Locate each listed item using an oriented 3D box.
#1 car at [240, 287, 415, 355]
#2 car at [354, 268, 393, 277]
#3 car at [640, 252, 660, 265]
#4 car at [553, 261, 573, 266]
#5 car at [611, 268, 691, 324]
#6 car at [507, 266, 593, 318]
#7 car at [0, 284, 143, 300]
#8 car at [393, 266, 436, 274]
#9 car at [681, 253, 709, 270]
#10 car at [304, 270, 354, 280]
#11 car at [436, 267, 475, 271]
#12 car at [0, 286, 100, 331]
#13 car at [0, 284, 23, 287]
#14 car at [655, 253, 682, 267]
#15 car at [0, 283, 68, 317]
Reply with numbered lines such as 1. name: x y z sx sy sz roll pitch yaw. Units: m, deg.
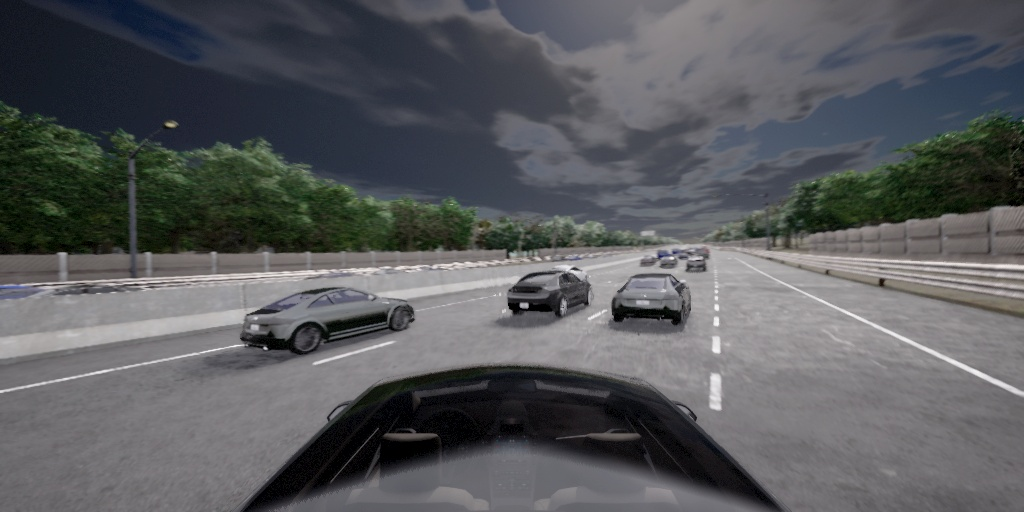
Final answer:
1. car: -4.642 1.516 9.594 1.994 1.385 4.181 -2 -1 30
2. car: -11.624 1.869 32.865 1.812 1.442 4.674 -2 0 30
3. car: 20.887 0.625 54.841 2.033 1.411 5.357 -2 1 29
4. car: 3.670 1.336 24.198 1.812 1.442 4.674 -2 0 30
5. car: 4.631 1.250 11.726 1.994 1.385 4.181 -2 -1 30
6. car: 1.578 1.298 13.438 1.837 1.490 4.892 -2 -1 30
7. car: -15.261 1.801 12.371 1.837 1.490 4.892 -2 -1 30
8. car: -7.850 1.713 32.425 2.128 1.511 4.902 -2 0 30
9. car: 19.979 0.748 38.876 2.128 1.511 4.902 -2 0 29
10. car: -15.947 2.020 32.346 2.033 1.411 5.357 -2 -1 30
11. car: -4.189 1.703 31.771 1.895 1.301 4.718 -2 0 30
12. car: -18.742 1.974 13.326 1.994 1.385 4.181 -2 -1 30
13. car: -21.878 1.995 14.897 1.882 1.535 5.008 -2 -1 30
14. car: 20.823 0.702 47.543 2.033 1.411 5.357 -2 1 29
15. car: -24.967 2.171 16.538 2.033 1.411 5.357 -2 -1 30
